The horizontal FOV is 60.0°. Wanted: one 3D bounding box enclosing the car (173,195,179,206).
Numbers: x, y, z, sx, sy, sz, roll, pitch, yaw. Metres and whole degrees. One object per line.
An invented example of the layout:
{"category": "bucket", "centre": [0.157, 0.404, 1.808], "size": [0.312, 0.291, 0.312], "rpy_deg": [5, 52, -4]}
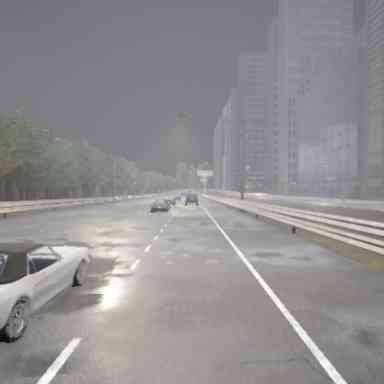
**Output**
{"category": "car", "centre": [-3.637, 1.573, 56.011], "size": [1.812, 1.442, 4.674], "rpy_deg": [0, 0, 0]}

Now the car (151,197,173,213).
{"category": "car", "centre": [-3.559, 1.585, 37.983], "size": [1.994, 1.385, 4.181], "rpy_deg": [0, 0, 0]}

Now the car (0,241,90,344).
{"category": "car", "centre": [-3.500, 1.601, 6.353], "size": [1.895, 1.301, 4.718], "rpy_deg": [0, 0, 0]}

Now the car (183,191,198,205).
{"category": "car", "centre": [-0.049, 1.272, 59.127], "size": [2.150, 2.045, 5.566], "rpy_deg": [0, 0, 0]}

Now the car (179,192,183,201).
{"category": "car", "centre": [-3.868, 1.569, 89.908], "size": [1.882, 1.535, 5.008], "rpy_deg": [0, 0, -1]}
